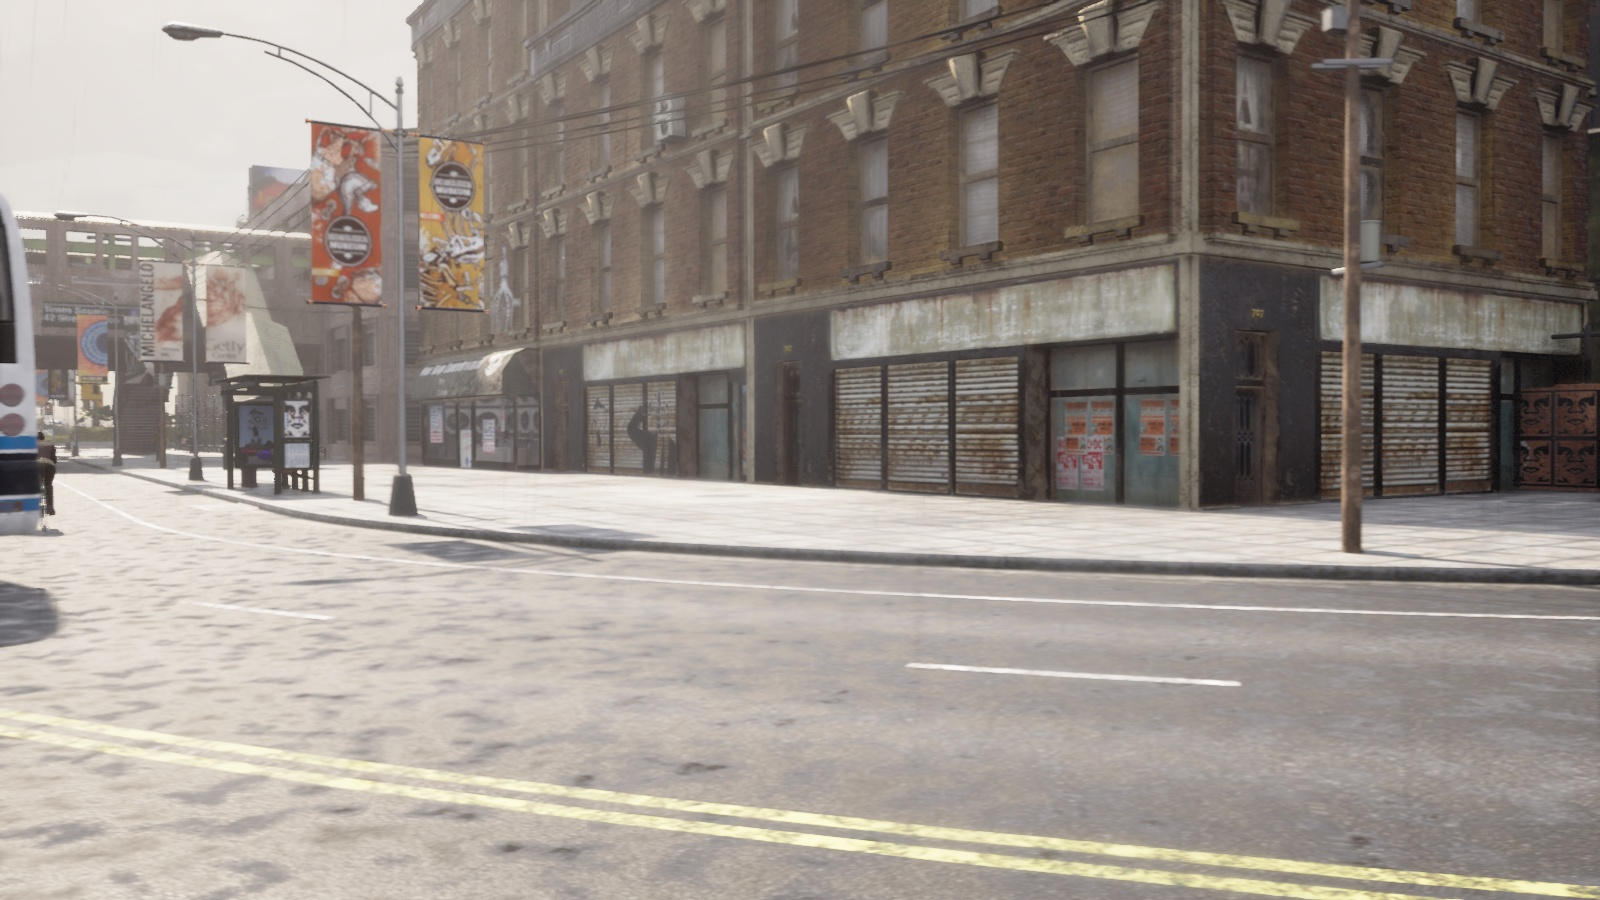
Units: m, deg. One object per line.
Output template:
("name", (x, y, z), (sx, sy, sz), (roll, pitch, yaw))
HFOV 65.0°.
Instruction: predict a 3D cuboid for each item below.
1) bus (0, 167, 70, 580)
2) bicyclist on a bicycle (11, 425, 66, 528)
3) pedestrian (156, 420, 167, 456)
("bus", (-12.930, -0.836, 15.463), (10.273, 4.253, 3.944), (1, 1, 43))
("bicyclist on a bicycle", (-12.501, 0.417, 20.595), (0.582, 1.620, 1.656), (0, 1, -38))
("pedestrian", (-32.160, -0.606, 63.210), (0.431, 1.840, 0.709), (0, 1, -32))
